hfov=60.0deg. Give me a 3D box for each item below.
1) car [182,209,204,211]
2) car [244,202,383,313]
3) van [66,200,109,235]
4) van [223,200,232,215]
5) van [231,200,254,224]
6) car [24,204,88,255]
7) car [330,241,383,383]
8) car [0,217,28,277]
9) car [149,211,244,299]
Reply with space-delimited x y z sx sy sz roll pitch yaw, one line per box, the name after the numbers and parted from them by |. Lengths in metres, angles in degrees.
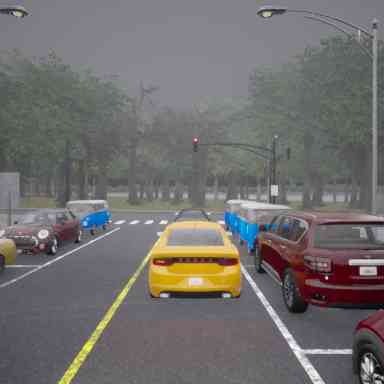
0.030 1.565 17.458 1.994 1.385 4.181 0 0 0 | car
2.749 1.315 7.583 2.192 1.841 5.009 0 0 0 | car
-5.795 1.343 18.443 1.690 1.788 3.998 0 0 0 | van
2.730 1.343 18.458 1.690 1.788 3.998 0 0 0 | van
2.739 1.342 13.020 1.690 1.788 3.998 0 0 0 | van
-5.786 1.441 13.006 1.967 1.590 4.097 0 0 0 | car
2.758 1.440 2.145 1.967 1.590 4.097 0 0 0 | car
-5.776 1.526 7.398 1.752 1.417 4.829 0 0 0 | car
0.072 1.478 8.535 1.882 1.535 5.008 0 0 0 | car
